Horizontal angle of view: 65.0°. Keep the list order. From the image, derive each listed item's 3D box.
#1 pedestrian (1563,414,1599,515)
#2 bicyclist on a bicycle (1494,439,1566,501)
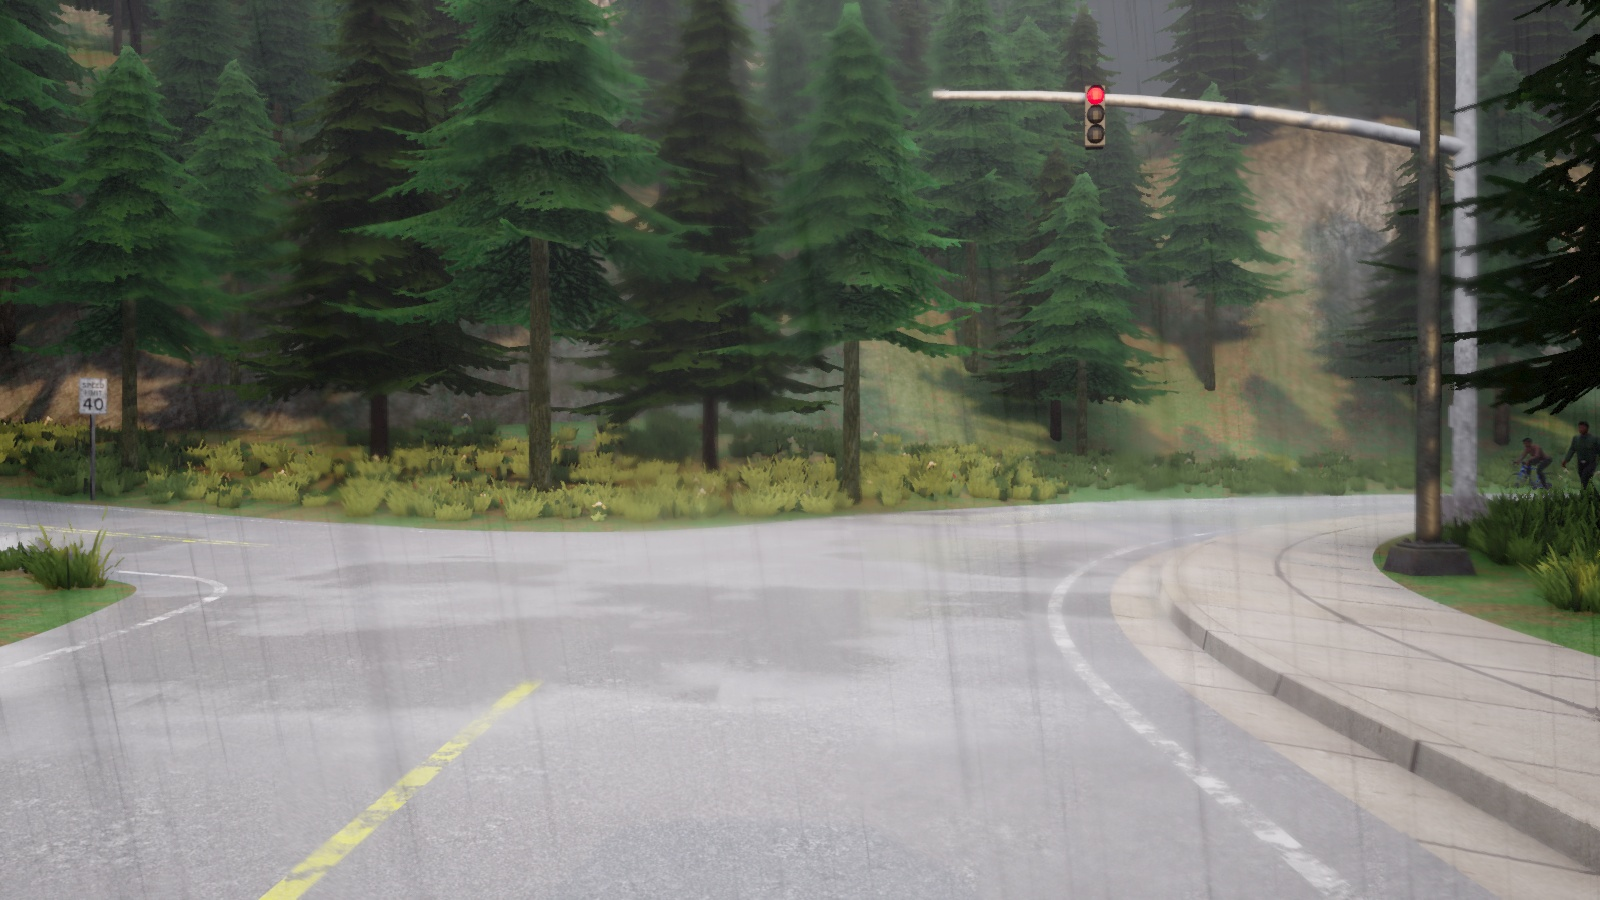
[{"bbox_3d":[15.531,0.281,24.809,0.788,1.949,0.423,0,0,-25],"label":"pedestrian"},{"bbox_3d":[19.631,0.524,33.775,1.656,1.620,0.582,0,1,-9],"label":"bicyclist on a bicycle"}]
